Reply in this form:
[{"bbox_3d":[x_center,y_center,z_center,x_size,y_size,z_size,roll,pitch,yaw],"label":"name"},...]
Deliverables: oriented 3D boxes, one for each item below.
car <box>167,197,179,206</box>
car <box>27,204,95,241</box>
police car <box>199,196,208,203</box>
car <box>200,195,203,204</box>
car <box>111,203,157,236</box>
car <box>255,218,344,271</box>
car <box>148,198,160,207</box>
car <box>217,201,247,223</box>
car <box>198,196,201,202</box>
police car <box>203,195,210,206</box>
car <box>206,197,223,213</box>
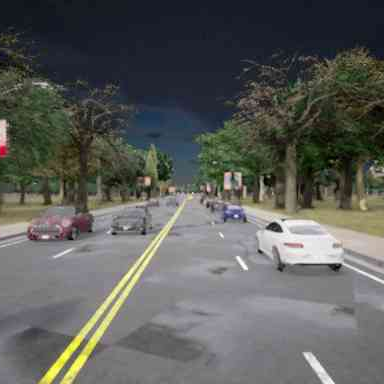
[{"bbox_3d":[-3.460,1.673,60.999,2.097,1.767,4.553,0,0,0],"label":"car"},{"bbox_3d":[-6.612,1.449,17.252,2.097,1.767,4.553,0,0,0],"label":"car"},{"bbox_3d":[2.906,1.929,84.740,2.038,1.542,4.974,0,0,0],"label":"police car"},{"bbox_3d":[3.065,1.785,62.919,1.801,1.575,5.366,0,0,0],"label":"car"},{"bbox_3d":[-3.365,1.614,19.350,1.837,1.490,4.892,0,0,0],"label":"car"},{"bbox_3d":[3.346,1.588,11.047,1.812,1.442,4.674,0,0,0],"label":"car"},{"bbox_3d":[-6.704,1.835,58.451,1.812,1.442,4.674,0,0,0],"label":"car"},{"bbox_3d":[3.318,1.679,27.286,1.812,1.442,4.674,0,-1,0],"label":"car"},{"bbox_3d":[2.992,1.598,73.766,2.150,2.045,5.566,0,0,0],"label":"car"},{"bbox_3d":[3.127,1.704,51.834,1.930,1.638,5.238,0,0,0],"label":"police car"},{"bbox_3d":[3.177,1.716,40.719,2.128,1.511,4.902,0,0,0],"label":"car"}]
